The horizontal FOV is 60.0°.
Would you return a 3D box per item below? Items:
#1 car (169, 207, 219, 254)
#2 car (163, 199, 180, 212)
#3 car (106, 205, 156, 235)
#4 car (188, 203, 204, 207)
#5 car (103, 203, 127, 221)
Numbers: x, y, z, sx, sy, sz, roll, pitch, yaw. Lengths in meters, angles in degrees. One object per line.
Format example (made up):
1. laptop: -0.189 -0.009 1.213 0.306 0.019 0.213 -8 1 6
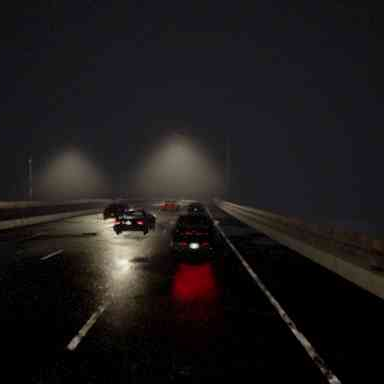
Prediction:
1. car: 0.093 1.631 14.056 1.837 1.490 4.892 0 0 0
2. car: -2.892 1.801 46.694 2.097 1.767 4.553 0 -1 1
3. car: -3.365 1.735 20.301 2.033 1.411 5.357 0 -1 1
4. car: 0.431 1.928 38.915 1.994 1.385 4.181 0 -1 1
5. car: -6.723 1.772 30.736 1.882 1.535 5.008 0 -1 1
